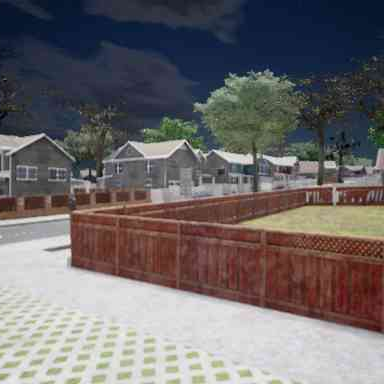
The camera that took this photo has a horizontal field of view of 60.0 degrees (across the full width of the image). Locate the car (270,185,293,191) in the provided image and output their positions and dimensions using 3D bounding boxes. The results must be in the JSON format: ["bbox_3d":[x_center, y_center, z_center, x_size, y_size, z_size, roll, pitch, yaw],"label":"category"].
[{"bbox_3d":[12.815,-0.306,47.350,2.033,1.411,5.357,0,3,36],"label":"car"}]

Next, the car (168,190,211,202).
[{"bbox_3d":[-0.180,0.619,29.501,2.128,1.511,4.902,0,2,36],"label":"car"}]
